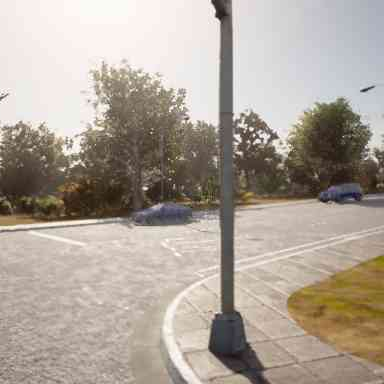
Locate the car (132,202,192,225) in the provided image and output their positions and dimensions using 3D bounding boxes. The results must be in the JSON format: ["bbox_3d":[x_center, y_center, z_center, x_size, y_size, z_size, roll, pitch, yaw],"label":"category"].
[{"bbox_3d":[-2.061,1.494,23.990,4.674,1.442,1.812,-2,1,-40],"label":"car"}]

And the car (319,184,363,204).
[{"bbox_3d":[16.723,0.163,37.262,5.566,2.045,2.150,-4,2,-29],"label":"car"}]
